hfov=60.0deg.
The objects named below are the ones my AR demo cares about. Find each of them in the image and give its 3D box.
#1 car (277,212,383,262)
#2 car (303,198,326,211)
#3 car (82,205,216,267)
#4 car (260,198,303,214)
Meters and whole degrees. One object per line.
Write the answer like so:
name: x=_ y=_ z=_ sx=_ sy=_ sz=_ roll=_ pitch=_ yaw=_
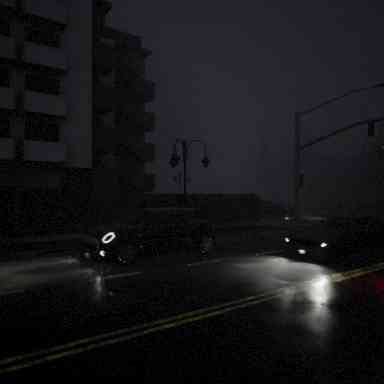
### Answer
car: x=5.742 y=1.547 z=12.354 sx=5.357 sy=1.411 sz=2.033 roll=0 pitch=0 yaw=-35
car: x=14.010 y=1.477 z=41.310 sx=1.882 sy=1.535 sz=5.008 roll=0 pitch=0 yaw=-37
car: x=-1.399 y=1.351 z=11.577 sx=4.553 sy=1.767 sz=2.097 roll=0 pitch=0 yaw=-35
car: x=7.769 y=1.478 z=32.176 sx=1.882 sy=1.535 sz=5.008 roll=0 pitch=0 yaw=-38
